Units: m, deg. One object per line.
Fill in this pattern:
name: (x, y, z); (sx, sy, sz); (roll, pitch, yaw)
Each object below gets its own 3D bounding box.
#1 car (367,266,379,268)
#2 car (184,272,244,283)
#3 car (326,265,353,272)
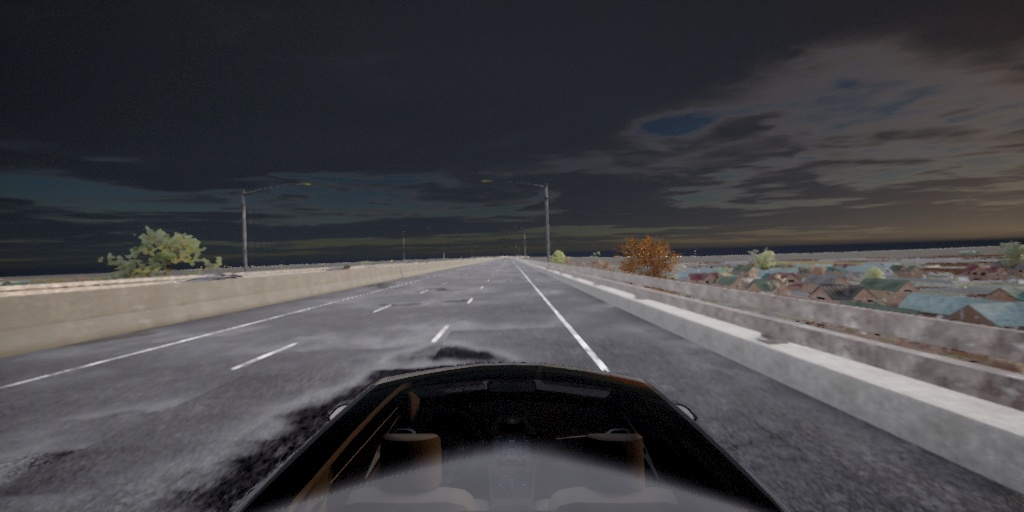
car: (-17.911, 1.988, 45.852); (2.033, 1.411, 5.357); (-2, 0, -3)
car: (-24.885, 2.114, 30.066); (2.128, 1.511, 4.902); (-2, 0, 0)
car: (-21.399, 1.899, 44.618); (2.097, 1.767, 4.553); (-2, 0, -2)
